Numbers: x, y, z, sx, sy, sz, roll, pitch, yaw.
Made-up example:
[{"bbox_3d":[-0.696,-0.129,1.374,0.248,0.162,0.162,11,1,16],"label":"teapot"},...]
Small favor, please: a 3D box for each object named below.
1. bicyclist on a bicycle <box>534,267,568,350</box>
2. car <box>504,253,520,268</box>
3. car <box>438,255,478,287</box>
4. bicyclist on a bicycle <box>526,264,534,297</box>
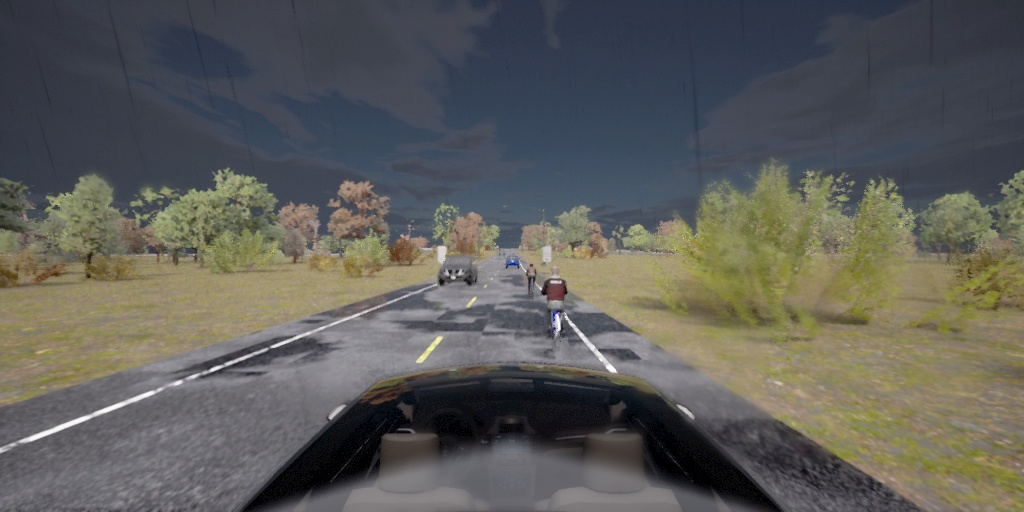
[{"bbox_3d":[0.963,1.120,8.223,0.659,1.776,1.843,0,0,0],"label":"bicyclist on a bicycle"},{"bbox_3d":[0.105,0.895,58.838,2.150,2.045,5.566,0,1,0],"label":"car"},{"bbox_3d":[-3.600,0.972,24.791,2.150,2.045,5.566,0,0,0],"label":"car"},{"bbox_3d":[0.964,1.202,17.624,0.582,1.620,1.656,0,0,0],"label":"bicyclist on a bicycle"}]
